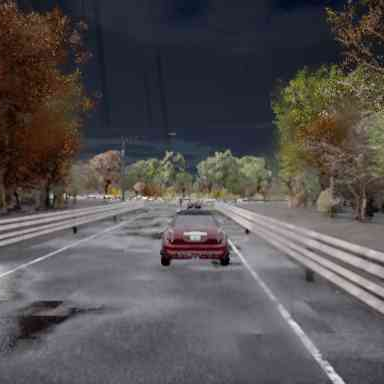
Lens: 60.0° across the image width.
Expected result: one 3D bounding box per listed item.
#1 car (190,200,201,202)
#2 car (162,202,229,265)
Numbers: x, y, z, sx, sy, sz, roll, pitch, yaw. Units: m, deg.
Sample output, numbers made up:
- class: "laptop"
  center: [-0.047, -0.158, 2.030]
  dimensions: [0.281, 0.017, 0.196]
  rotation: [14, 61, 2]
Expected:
- class: "car"
  center: [0.563, 1.855, 48.284]
  dimensions: [1.895, 1.301, 4.718]
  rotation: [0, 0, 6]
- class: "car"
  center: [0.099, 1.424, 12.164]
  dimensions: [2.097, 1.767, 4.553]
  rotation: [0, 0, 0]
